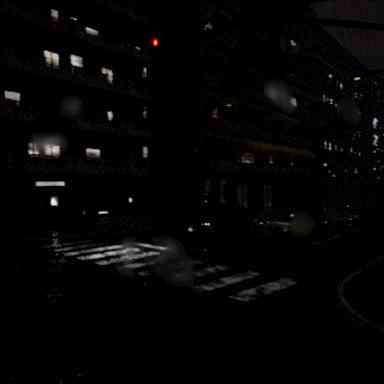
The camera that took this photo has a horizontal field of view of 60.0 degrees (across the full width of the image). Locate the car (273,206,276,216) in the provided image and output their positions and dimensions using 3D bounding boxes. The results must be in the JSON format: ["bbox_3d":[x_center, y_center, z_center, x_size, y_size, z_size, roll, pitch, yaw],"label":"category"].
[{"bbox_3d":[8.676,1.350,28.755,1.887,1.381,4.507,0,1,42],"label":"car"}]

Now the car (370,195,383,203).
[{"bbox_3d":[27.343,1.148,49.176,1.802,1.307,4.206,0,1,42],"label":"car"}]

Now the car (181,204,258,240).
[{"bbox_3d":[1.551,1.435,17.086,2.128,1.511,4.902,1,1,42],"label":"car"}]

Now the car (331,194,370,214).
[{"bbox_3d":[15.139,1.249,31.969,1.882,1.535,5.008,1,1,42],"label":"car"}]

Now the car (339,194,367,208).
[{"bbox_3d":[19.875,1.102,41.007,1.967,1.590,4.097,0,1,42],"label":"car"}]

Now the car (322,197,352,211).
[{"bbox_3d":[16.143,1.292,36.924,1.802,1.307,4.206,0,1,42],"label":"car"}]

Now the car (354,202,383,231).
[{"bbox_3d":[11.124,1.495,19.012,1.947,1.339,4.313,0,1,42],"label":"car"}]

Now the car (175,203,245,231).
[{"bbox_3d":[1.209,1.450,20.587,2.008,1.369,4.403,0,1,42],"label":"car"}]

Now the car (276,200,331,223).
[{"bbox_3d":[8.262,1.422,24.461,1.994,1.385,4.181,1,1,42],"label":"car"}]
